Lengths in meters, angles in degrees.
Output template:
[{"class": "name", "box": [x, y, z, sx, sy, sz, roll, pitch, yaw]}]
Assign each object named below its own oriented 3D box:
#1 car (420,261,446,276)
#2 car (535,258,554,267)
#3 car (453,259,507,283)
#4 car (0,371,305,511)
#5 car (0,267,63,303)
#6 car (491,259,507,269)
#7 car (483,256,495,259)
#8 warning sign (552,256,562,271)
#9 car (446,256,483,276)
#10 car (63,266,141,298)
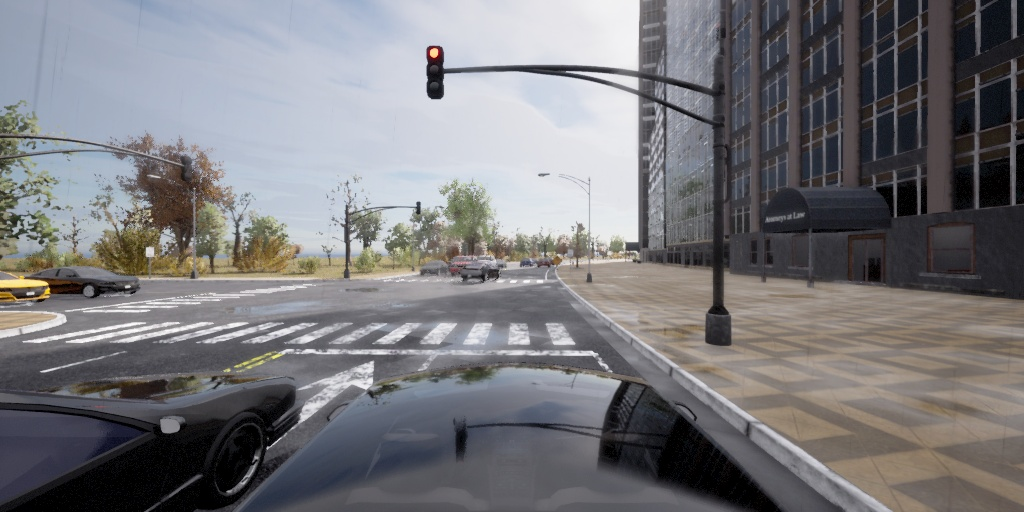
[{"class": "car", "box": [-7.943, 1.252, 37.071, 1.837, 1.490, 4.892, 0, 0, 6]}, {"class": "car", "box": [5.823, 1.112, 63.939, 2.097, 1.767, 4.553, 0, 0, 10]}, {"class": "car", "box": [-2.379, 1.240, 28.245, 2.128, 1.511, 4.902, 0, 0, 17]}, {"class": "car", "box": [-3.128, 1.297, 1.295, 2.033, 1.411, 5.357, 0, 0, 1]}, {"class": "car", "box": [-22.467, 1.289, 14.987, 5.008, 1.535, 1.882, 0, 0, 3]}, {"class": "car", "box": [-2.038, 1.279, 57.503, 1.812, 1.442, 4.674, 0, 0, 9]}, {"class": "car", "box": [-3.512, 0.973, 47.305, 2.150, 2.045, 5.566, 0, 0, 8]}, {"class": "warning sign", "box": [5.544, 0.869, 43.990, 1.300, 1.860, 1.060, 0, 0, 7]}, {"class": "car", "box": [-4.751, 0.970, 36.782, 2.150, 2.045, 5.566, 0, 0, 4]}, {"class": "car", "box": [-21.823, 1.275, 18.208, 5.008, 1.535, 1.882, 0, 0, 4]}]
